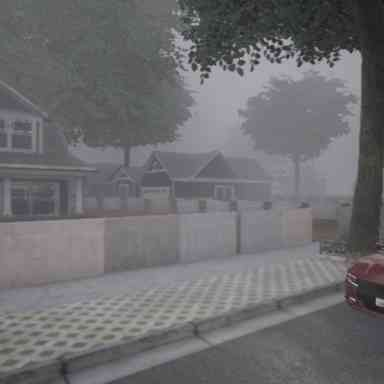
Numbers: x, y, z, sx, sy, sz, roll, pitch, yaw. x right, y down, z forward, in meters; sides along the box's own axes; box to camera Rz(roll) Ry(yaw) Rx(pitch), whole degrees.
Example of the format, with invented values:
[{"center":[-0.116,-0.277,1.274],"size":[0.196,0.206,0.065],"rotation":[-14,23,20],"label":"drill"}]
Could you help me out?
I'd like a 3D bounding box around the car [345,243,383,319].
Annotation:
[{"center":[5.057,1.484,6.680],"size":[5.008,1.535,1.882],"rotation":[0,0,-35],"label":"car"}]
